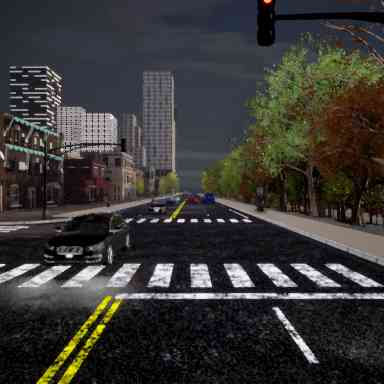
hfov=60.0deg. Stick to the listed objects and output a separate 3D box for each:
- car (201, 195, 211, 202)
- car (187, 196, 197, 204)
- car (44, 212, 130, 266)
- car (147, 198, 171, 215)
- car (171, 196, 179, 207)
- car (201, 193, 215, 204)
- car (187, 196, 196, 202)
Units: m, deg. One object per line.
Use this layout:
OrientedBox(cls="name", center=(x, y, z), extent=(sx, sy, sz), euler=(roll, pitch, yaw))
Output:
OrientedBox(cls="car", center=(3.092, 1.448, 74.383), extent=(1.882, 1.535, 5.008), euler=(0, 0, 0))
OrientedBox(cls="car", center=(-0.025, 1.540, 64.189), extent=(1.994, 1.385, 4.181), euler=(0, 0, -1))
OrientedBox(cls="car", center=(-3.376, 1.502, 11.562), extent=(1.837, 1.490, 4.892), euler=(0, 0, 0))
OrientedBox(cls="car", center=(-3.475, 1.480, 34.040), extent=(2.128, 1.511, 4.902), euler=(0, 0, -3))
OrientedBox(cls="car", center=(-3.452, 1.583, 51.137), extent=(1.895, 1.301, 4.718), euler=(0, 0, 0))
OrientedBox(cls="car", center=(3.217, 1.197, 63.808), extent=(2.150, 2.045, 5.566), euler=(0, 0, 0))
OrientedBox(cls="car", center=(-0.152, 1.523, 74.141), extent=(1.994, 1.385, 4.181), euler=(0, 0, 0))
